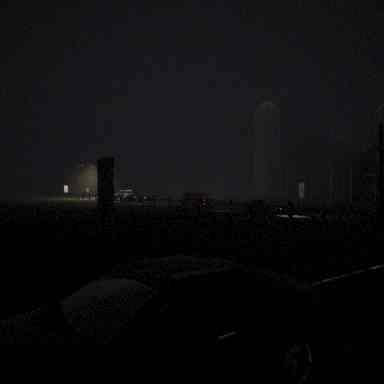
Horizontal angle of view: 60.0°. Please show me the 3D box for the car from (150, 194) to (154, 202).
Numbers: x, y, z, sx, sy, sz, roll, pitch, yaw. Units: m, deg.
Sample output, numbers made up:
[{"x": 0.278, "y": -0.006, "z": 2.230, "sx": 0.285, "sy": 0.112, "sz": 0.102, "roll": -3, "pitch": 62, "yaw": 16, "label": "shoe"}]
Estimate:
[{"x": -8.284, "y": 0.981, "z": 58.698, "sx": 2.128, "sy": 1.511, "sz": 4.902, "roll": -1, "pitch": 1, "yaw": -36, "label": "car"}]

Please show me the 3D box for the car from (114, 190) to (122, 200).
[{"x": -13.615, "y": 0.621, "z": 66.055, "sx": 2.150, "sy": 2.045, "sz": 5.566, "roll": -1, "pitch": 1, "yaw": -36, "label": "car"}]

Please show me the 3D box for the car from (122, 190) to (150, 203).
[{"x": -9.357, "y": 0.883, "z": 55.343, "sx": 2.097, "sy": 1.767, "sz": 4.553, "roll": -1, "pitch": 1, "yaw": -35, "label": "car"}]

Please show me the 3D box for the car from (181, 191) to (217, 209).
[{"x": 0.754, "y": 0.921, "z": 41.238, "sx": 2.150, "sy": 2.045, "sz": 5.566, "roll": -1, "pitch": 1, "yaw": -36, "label": "car"}]

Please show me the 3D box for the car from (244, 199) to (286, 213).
[{"x": 7.077, "y": 1.365, "z": 32.465, "sx": 1.994, "sy": 1.385, "sz": 4.181, "roll": -1, "pitch": 1, "yaw": -36, "label": "car"}]

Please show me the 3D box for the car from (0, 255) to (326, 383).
[{"x": -0.390, "y": 1.525, "z": 3.692, "sx": 4.674, "sy": 1.442, "sz": 1.812, "roll": 0, "pitch": 0, "yaw": -35, "label": "car"}]
